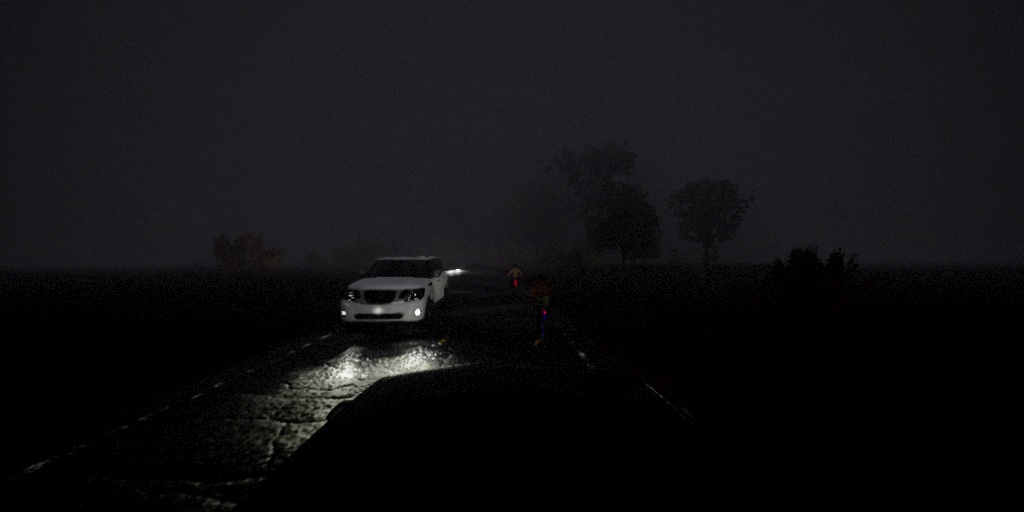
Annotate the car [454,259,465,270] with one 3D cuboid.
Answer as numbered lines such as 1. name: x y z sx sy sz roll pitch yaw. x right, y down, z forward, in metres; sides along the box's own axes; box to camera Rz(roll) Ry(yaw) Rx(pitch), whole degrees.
1. car: -8.892 1.288 54.999 2.128 1.511 4.902 0 0 -12

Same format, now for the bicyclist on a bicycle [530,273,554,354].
1. bicyclist on a bicycle: 0.682 1.206 7.871 0.582 1.620 1.656 0 0 -2

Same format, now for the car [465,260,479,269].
1. car: -6.640 1.347 59.624 2.033 1.411 5.357 0 0 -13

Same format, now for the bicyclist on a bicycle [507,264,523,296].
1. bicyclist on a bicycle: 0.159 1.195 18.137 0.866 1.612 1.509 0 0 -4

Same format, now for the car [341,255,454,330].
1. car: -3.374 0.977 11.482 2.150 2.045 5.566 0 0 -2
